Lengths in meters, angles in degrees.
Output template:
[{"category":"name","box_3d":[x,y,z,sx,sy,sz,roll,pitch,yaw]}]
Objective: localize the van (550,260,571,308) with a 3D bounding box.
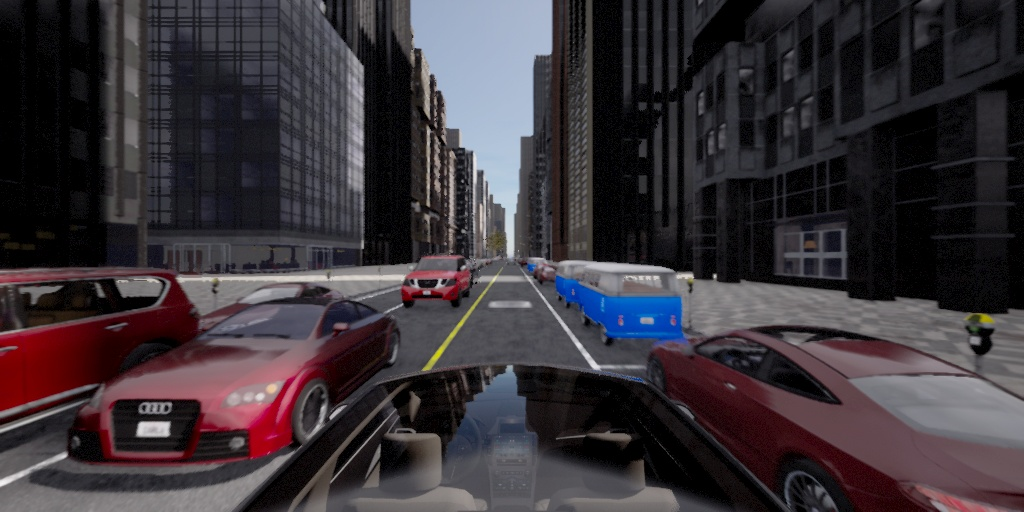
[{"category":"van","box_3d":[2.749,1.090,14.855,1.690,1.789,3.998,0,0,0]}]

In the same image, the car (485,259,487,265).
[{"category":"car","box_3d":[-5.833,1.354,60.262,1.948,1.339,4.313,0,0,0]}]

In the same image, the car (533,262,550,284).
[{"category":"car","box_3d":[2.735,1.337,26.210,1.802,1.307,4.207,0,0,0]}]

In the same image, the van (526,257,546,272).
[{"category":"van","box_3d":[2.720,1.104,37.565,1.690,1.789,3.998,0,0,0]}]

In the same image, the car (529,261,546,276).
[{"category":"car","box_3d":[2.728,1.341,31.887,1.802,1.307,4.207,0,0,0]}]

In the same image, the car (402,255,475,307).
[{"category":"car","box_3d":[-3.108,0.976,15.792,2.150,2.045,5.566,0,0,0]}]

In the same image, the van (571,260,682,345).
[{"category":"van","box_3d":[2.756,1.088,9.178,1.690,1.789,3.998,0,0,0]}]

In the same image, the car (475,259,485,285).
[{"category":"car","box_3d":[-3.022,1.001,21.127,2.128,1.511,4.902,0,0,0]}]

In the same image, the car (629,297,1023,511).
[{"category":"car","box_3d":[2.764,1.329,3.501,1.802,1.307,4.207,0,0,0]}]

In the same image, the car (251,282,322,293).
[{"category":"car","box_3d":[-5.769,1.338,9.166,1.802,1.307,4.207,0,0,0]}]

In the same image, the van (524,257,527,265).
[{"category":"van","box_3d":[2.713,1.108,43.243,1.690,1.789,3.998,0,0,0]}]

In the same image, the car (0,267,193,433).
[{"category":"car","box_3d":[-5.761,1.070,3.488,2.192,1.841,5.009,0,0,0]}]

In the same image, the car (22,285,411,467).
[{"category":"car","box_3d":[-3.094,1.317,5.105,1.994,1.385,4.181,0,0,1]}]
